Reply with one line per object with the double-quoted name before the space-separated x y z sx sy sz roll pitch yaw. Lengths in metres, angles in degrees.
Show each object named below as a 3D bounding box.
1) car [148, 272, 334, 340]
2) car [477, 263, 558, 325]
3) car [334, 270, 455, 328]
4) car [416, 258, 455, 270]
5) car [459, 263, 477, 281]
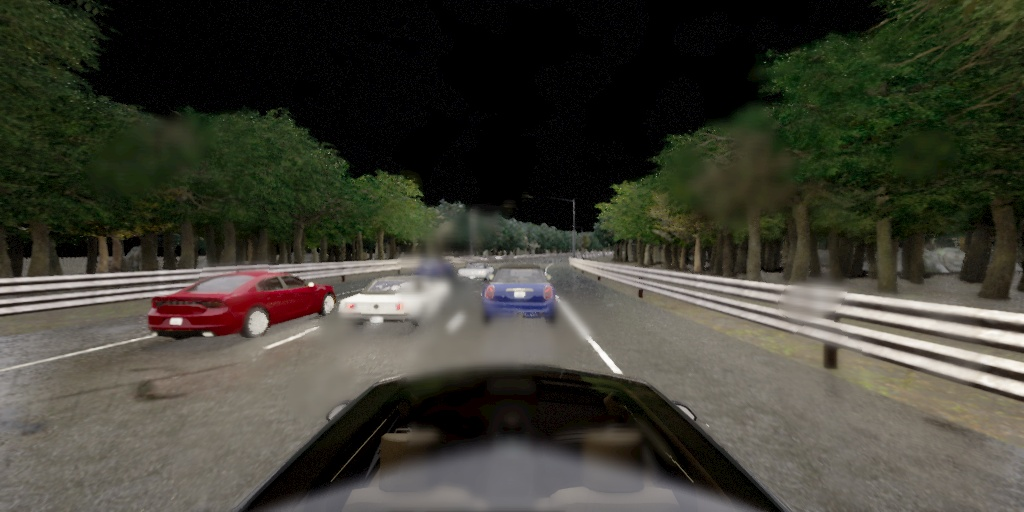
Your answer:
"car" -6.790 1.157 9.805 1.882 1.535 5.008 0 1 2
"car" 0.271 1.024 11.662 2.097 1.767 4.553 0 1 2
"car" -3.254 1.273 11.069 1.895 1.301 4.718 0 0 2
"car" -5.927 0.902 28.209 2.097 1.767 4.553 0 0 4
"car" -2.529 1.164 26.752 1.895 1.301 4.718 0 0 4
